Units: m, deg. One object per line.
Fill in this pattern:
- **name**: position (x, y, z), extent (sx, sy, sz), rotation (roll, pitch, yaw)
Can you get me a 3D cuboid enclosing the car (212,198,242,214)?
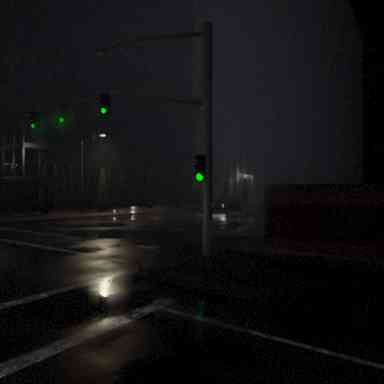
- **car**: position (3.687, 1.420, 36.607), extent (2.097, 1.767, 4.553), rotation (0, 0, 36)
